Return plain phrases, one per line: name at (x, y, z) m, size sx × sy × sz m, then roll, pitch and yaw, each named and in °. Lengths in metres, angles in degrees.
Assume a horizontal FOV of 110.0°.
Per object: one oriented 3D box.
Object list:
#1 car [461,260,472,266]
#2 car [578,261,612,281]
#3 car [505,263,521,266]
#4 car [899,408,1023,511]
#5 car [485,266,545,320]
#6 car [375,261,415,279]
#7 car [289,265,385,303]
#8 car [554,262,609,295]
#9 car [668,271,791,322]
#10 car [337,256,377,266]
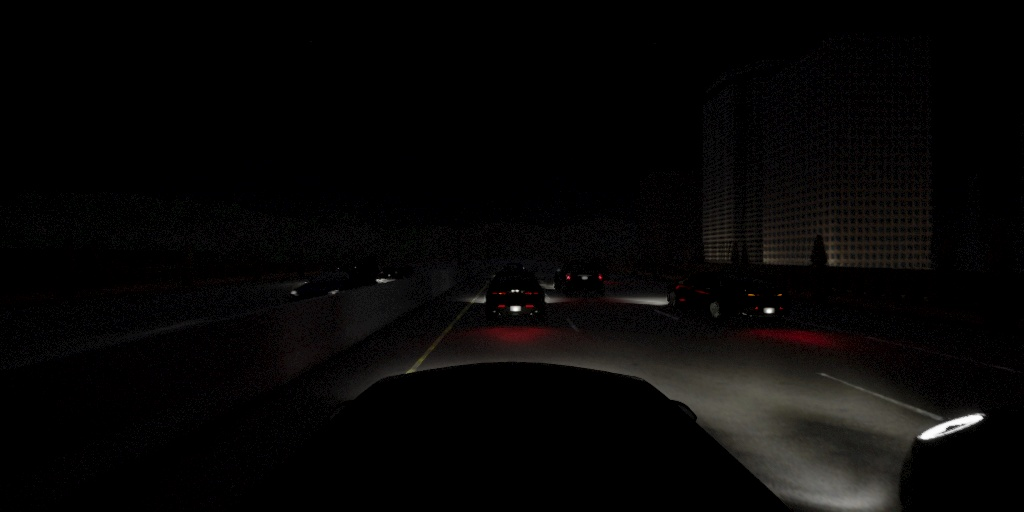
car at (-7.531, 1.328, 59.117) m, size 1.994 × 1.385 × 4.181 m, roll 0°, pitch 0°, yaw -1°
car at (7.108, 1.262, 31.293) m, size 1.837 × 1.490 × 4.892 m, roll 0°, pitch 0°, yaw 0°
car at (0.108, 1.305, 31.032) m, size 2.033 × 1.411 × 5.357 m, roll 0°, pitch 0°, yaw 0°
car at (3.598, 1.102, 0.424) m, size 2.097 × 1.767 × 4.553 m, roll 0°, pitch 0°, yaw 0°
car at (0.103, 1.258, 12.682) m, size 1.837 × 1.490 × 4.892 m, roll 0°, pitch 0°, yaw 0°
car at (-10.598, 1.305, 33.592) m, size 2.033 × 1.411 × 5.357 m, roll 0°, pitch 0°, yaw 0°
car at (-7.096, 1.279, 14.815) m, size 1.812 × 1.442 × 4.674 m, roll 0°, pitch 0°, yaw 0°
car at (3.606, 1.106, 19.866) m, size 2.097 × 1.767 × 4.553 m, roll 0°, pitch 0°, yaw 0°
car at (7.103, 1.257, 12.322) m, size 1.837 × 1.490 × 4.892 m, roll 0°, pitch 0°, yaw 0°
car at (-14.098, 0.978, 33.063) m, size 2.150 × 2.045 × 5.566 m, roll 0°, pitch 0°, yaw 0°
